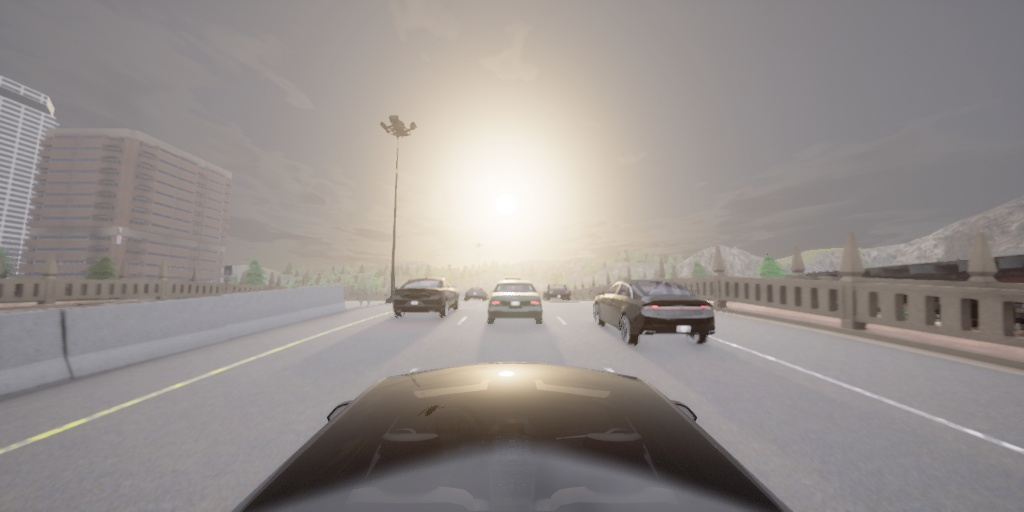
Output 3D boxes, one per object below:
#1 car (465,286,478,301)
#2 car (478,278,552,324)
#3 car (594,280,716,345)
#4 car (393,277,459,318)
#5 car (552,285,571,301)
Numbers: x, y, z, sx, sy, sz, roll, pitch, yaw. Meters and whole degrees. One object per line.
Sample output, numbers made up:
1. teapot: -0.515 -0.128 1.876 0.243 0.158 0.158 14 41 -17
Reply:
1. car: -3.401 3.655 34.949 1.994 1.385 4.181 0 -7 0
2. car: 0.100 1.606 13.275 2.033 1.411 5.357 0 -3 0
3. car: 3.600 1.404 9.945 2.128 1.511 4.902 0 -2 0
4. car: -3.400 1.631 15.001 1.882 1.535 5.008 0 -3 0
5. car: 3.598 3.053 29.610 1.895 1.301 4.718 0 -7 0
